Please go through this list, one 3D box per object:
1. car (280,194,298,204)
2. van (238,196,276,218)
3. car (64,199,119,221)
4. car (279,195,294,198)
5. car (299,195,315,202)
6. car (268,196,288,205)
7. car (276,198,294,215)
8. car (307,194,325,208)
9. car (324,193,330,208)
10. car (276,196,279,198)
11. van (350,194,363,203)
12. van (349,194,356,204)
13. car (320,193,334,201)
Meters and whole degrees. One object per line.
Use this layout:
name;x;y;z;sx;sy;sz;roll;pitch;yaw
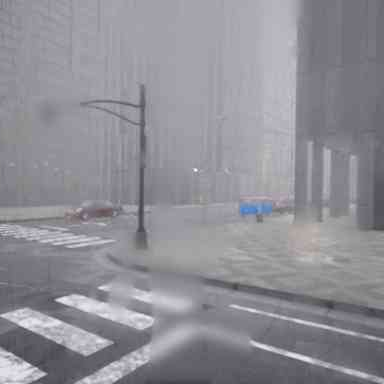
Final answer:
car;17.784;1.263;60.829;1.967;1.590;4.097;1;1;36
van;5.602;1.318;29.370;1.690;1.788;3.998;1;1;36
car;-7.681;1.281;25.532;1.967;1.590;4.097;1;1;36
car;15.152;1.465;52.464;1.895;1.301;4.718;1;1;36
car;24.149;1.384;69.655;2.008;1.369;4.403;1;1;36
car;14.598;1.400;56.418;1.802;1.307;4.206;1;1;36
car;8.782;1.553;33.785;1.802;1.307;4.206;1;1;36
car;15.149;1.401;42.608;1.967;1.590;4.097;1;1;36
car;18.335;1.278;47.020;2.192;1.841;5.009;1;1;36
car;11.416;1.359;52.006;1.887;1.381;4.507;1;1;36
van;34.252;1.329;69.084;1.690;1.788;3.998;1;1;36
van;27.885;1.319;60.258;1.690;1.788;3.998;1;1;36
car;33.702;1.163;82.890;2.192;1.841;5.009;1;1;36
